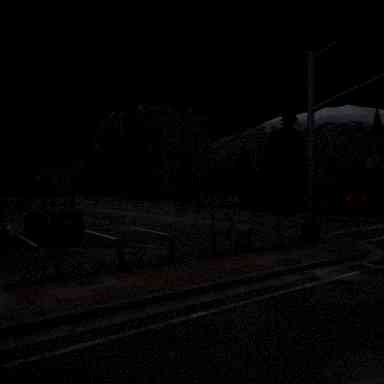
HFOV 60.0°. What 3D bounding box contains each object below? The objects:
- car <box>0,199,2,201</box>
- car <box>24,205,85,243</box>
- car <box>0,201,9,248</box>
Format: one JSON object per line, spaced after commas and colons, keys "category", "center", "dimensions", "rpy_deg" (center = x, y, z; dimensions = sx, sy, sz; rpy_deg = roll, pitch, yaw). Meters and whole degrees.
{"category": "car", "center": [-21.607, 1.374, 36.413], "dimensions": [1.845, 1.501, 3.633], "rpy_deg": [0, 0, -36]}
{"category": "car", "center": [-6.367, 1.340, 15.306], "dimensions": [2.007, 1.523, 4.514], "rpy_deg": [0, 0, -36]}
{"category": "car", "center": [-8.880, 1.331, 13.428], "dimensions": [2.152, 1.636, 5.027], "rpy_deg": [0, 0, -36]}
